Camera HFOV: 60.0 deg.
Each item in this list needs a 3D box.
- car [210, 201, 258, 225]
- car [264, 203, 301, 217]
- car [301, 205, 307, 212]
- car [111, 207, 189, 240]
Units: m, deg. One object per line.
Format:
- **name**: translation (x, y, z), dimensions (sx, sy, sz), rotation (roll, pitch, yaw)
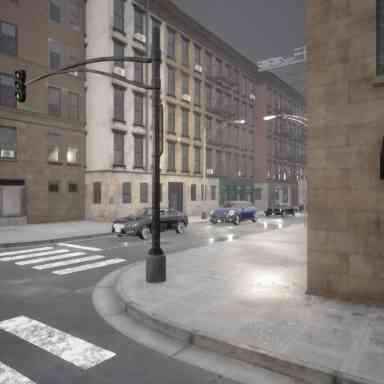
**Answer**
- **car**: translation (3.229, 1.476, 25.327), dimensions (2.097, 1.767, 4.553), rotation (0, 0, 36)
- **car**: translation (8.952, 1.777, 33.335), dimensions (1.895, 1.301, 4.718), rotation (0, 0, 35)
- **car**: translation (14.868, 1.832, 41.585), dimensions (1.895, 1.301, 4.718), rotation (0, 0, 36)
- **car**: translation (-2.113, 1.568, 17.809), dimensions (2.128, 1.511, 4.902), rotation (0, 0, 35)
